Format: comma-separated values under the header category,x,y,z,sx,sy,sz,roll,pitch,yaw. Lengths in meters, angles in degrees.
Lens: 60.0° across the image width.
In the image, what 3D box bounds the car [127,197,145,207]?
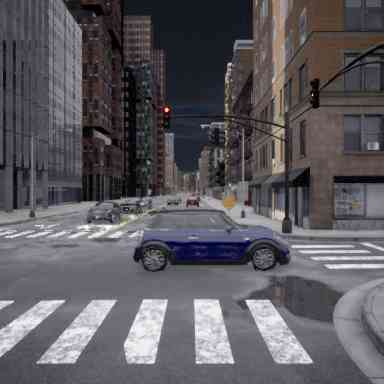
category,x,y,z,sx,sy,sz,roll,pitch,yaw
car,-6.596,1.570,35.413,1.994,1.385,4.181,0,0,0

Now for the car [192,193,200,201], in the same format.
category,x,y,z,sx,sy,sz,roll,pitch,yaw
car,0.990,1.268,85.720,2.150,2.045,5.566,0,0,0

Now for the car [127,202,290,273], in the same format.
category,x,y,z,sx,sy,sz,roll,pitch,yaw
car,0.571,1.316,10.121,4.553,1.767,2.097,0,0,0

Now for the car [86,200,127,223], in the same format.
category,x,y,z,sx,sy,sz,roll,pitch,yaw
car,-6.595,1.507,25.490,1.837,1.490,4.892,0,0,0

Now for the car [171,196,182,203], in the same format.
category,x,y,z,sx,sy,sz,roll,pitch,yaw
car,-3.142,1.573,69.676,2.033,1.411,5.357,0,0,0

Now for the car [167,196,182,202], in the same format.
category,x,y,z,sx,sy,sz,roll,pitch,yaw
car,-3.140,1.617,56.901,1.895,1.301,4.718,0,0,0

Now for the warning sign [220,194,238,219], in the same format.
category,x,y,z,sx,sy,sz,roll,pitch,yaw
warning sign,2.858,1.118,25.685,1.300,1.860,1.060,0,0,0

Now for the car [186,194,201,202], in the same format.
category,x,y,z,sx,sy,sz,roll,pitch,yaw
car,0.110,1.492,52.383,1.882,1.535,5.008,0,0,0

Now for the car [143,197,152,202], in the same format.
category,x,y,z,sx,sy,sz,roll,pitch,yaw
car,-6.579,1.503,46.041,2.128,1.511,4.902,0,0,0
